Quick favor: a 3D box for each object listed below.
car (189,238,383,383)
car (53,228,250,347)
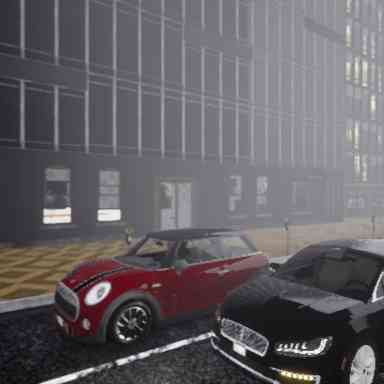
[{"bbox_3d":[2.520,1.542,5.152,4.892,1.490,1.837,1,0,-35],"label":"car"},{"bbox_3d":[-0.391,1.464,6.274,4.097,1.590,1.967,1,-1,-35],"label":"car"}]
